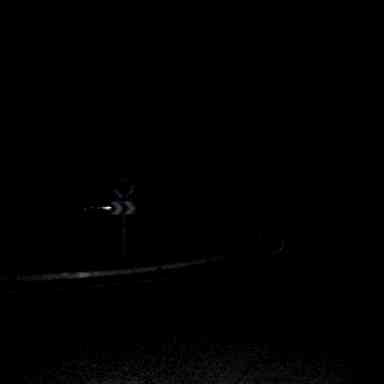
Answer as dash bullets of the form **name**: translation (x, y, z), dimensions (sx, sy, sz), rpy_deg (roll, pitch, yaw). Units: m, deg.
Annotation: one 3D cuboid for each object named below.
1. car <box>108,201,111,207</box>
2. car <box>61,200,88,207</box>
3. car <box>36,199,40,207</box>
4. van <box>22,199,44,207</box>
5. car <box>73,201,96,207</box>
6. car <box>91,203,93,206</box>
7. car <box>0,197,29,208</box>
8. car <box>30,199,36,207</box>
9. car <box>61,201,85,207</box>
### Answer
- **car**: translation (-19.493, 2.743, 76.525), dimensions (2.128, 1.511, 4.902), rpy_deg (0, -2, -11)
- **car**: translation (-24.447, 2.434, 69.259), dimensions (5.008, 1.535, 2.097), rpy_deg (0, -2, -11)
- **car**: translation (-38.640, 2.728, 76.949), dimensions (5.366, 1.575, 1.946), rpy_deg (0, -2, -11)
- **van**: translation (-39.382, 2.744, 82.367), dimensions (4.442, 1.987, 1.878), rpy_deg (0, -3, -11)
- **car**: translation (-27.147, 3.009, 84.068), dimensions (5.366, 1.575, 1.946), rpy_deg (0, -3, -11)
- **car**: translation (-25.039, 2.275, 72.123), dimensions (5.566, 2.045, 2.435), rpy_deg (0, -2, -11)
- **car**: translation (-36.279, 2.084, 66.036), dimensions (5.566, 2.045, 2.435), rpy_deg (0, -2, -11)
- **car**: translation (-37.343, 2.261, 71.391), dimensions (5.566, 2.045, 2.435), rpy_deg (0, -2, -11)
- **car**: translation (-23.882, 2.212, 66.282), dimensions (4.553, 1.767, 2.185), rpy_deg (0, -2, -11)
